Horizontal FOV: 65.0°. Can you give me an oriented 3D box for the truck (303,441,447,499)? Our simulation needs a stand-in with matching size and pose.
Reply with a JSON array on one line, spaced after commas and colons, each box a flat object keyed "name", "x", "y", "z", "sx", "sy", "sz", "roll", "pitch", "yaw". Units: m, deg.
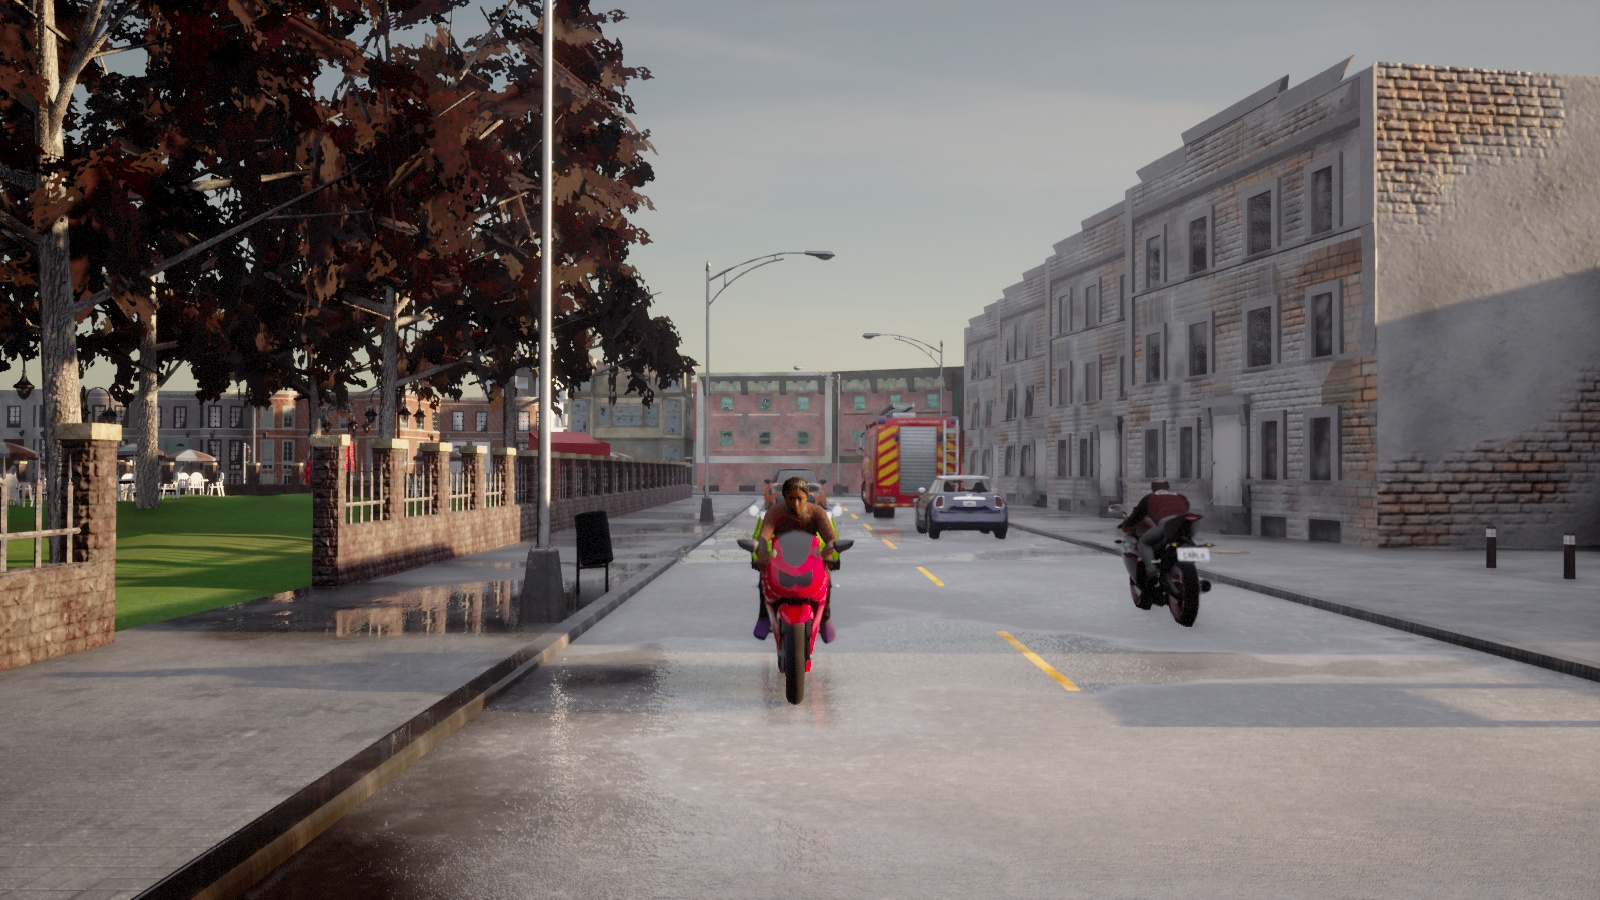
[{"name": "truck", "x": -26.336, "y": 1.246, "z": 78.091, "sx": 7.936, "sy": 3.462, "sz": 2.891, "roll": 0, "pitch": -1, "yaw": 0}]

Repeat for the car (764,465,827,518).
[{"name": "car", "x": -0.150, "y": 1.413, "z": 44.157, "sx": 2.097, "sy": 1.767, "sz": 4.553, "roll": 0, "pitch": -1, "yaw": 0}]

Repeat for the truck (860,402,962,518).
[{"name": "truck", "x": 3.841, "y": 0.396, "z": 45.470, "sx": 2.891, "sy": 3.827, "sz": 8.468, "roll": 0, "pitch": -1, "yaw": 0}]

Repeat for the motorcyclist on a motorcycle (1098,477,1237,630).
[{"name": "motorcyclist on a motorcycle", "x": 3.962, "y": 1.064, "z": 13.752, "sx": 0.866, "sy": 1.530, "sz": 2.191, "roll": 0, "pitch": -1, "yaw": 0}]

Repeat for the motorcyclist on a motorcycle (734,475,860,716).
[{"name": "motorcyclist on a motorcycle", "x": -0.025, "y": 0.948, "z": 9.023, "sx": 0.797, "sy": 1.523, "sz": 2.044, "roll": 0, "pitch": -1, "yaw": 0}]

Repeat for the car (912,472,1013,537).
[{"name": "car", "x": 3.905, "y": 1.280, "z": 30.776, "sx": 1.970, "sy": 1.475, "sz": 3.806, "roll": 0, "pitch": -1, "yaw": 0}]

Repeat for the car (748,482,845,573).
[{"name": "car", "x": -0.056, "y": 1.211, "z": 20.356, "sx": 1.481, "sy": 1.376, "sz": 2.207, "roll": 0, "pitch": -1, "yaw": 0}]
